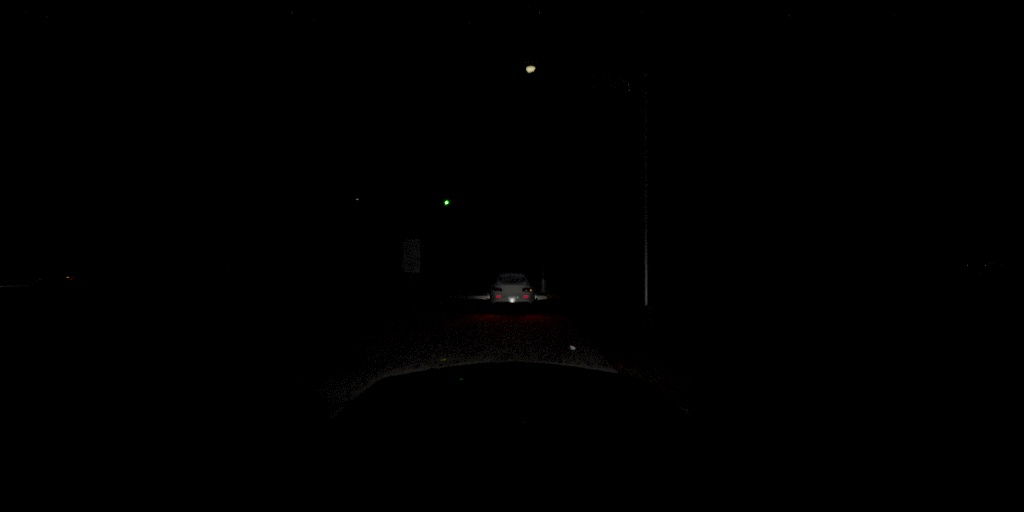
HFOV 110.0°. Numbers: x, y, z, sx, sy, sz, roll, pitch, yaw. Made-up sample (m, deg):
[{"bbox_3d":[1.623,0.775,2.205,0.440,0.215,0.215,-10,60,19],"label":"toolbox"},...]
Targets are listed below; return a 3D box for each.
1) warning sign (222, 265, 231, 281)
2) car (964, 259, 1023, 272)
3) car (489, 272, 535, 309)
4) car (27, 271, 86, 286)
[{"bbox_3d":[-32.495,1.959,40.721,1.060,1.860,1.300,0,0,0],"label":"warning sign"},{"bbox_3d":[50.329,1.013,37.199,4.718,1.301,1.895,-1,-3,0],"label":"car"},{"bbox_3d":[0.019,1.440,15.759,1.812,1.442,4.674,0,0,0],"label":"car"},{"bbox_3d":[-47.216,2.317,37.229,4.674,1.442,1.812,0,-3,1],"label":"car"}]
